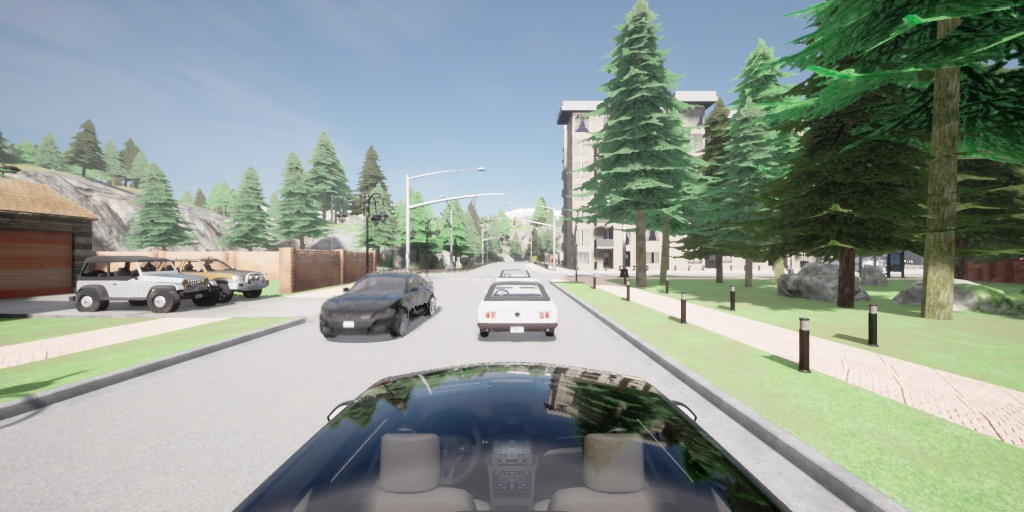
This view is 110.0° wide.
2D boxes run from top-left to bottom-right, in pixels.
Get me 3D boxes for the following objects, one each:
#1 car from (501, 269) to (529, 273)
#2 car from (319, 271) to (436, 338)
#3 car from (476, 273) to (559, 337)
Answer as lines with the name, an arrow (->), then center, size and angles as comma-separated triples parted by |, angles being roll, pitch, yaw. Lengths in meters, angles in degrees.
car -> 0.162, 1.351, 19.404 | 1.895, 1.301, 4.718 | 0, 0, 0
car -> -3.557, 1.227, 10.355 | 1.882, 1.535, 5.008 | 0, 0, 0
car -> 0.132, 1.351, 10.236 | 1.895, 1.301, 4.718 | 0, 0, 0
